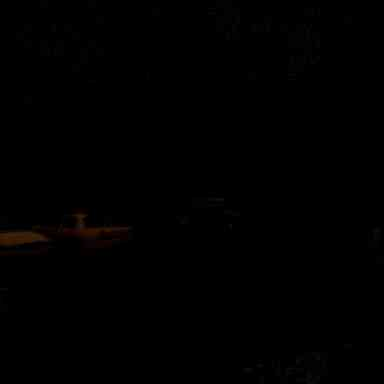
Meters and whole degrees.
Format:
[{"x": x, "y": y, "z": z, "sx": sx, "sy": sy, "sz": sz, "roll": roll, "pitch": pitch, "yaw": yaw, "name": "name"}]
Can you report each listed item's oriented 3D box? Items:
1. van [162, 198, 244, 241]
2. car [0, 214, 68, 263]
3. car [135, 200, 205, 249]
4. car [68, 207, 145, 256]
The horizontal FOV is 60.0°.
[{"x": 0.382, "y": 1.273, "z": 16.470, "sx": 4.442, "sy": 1.987, "sz": 1.878, "roll": -1, "pitch": -1, "yaw": 34, "name": "van"}, {"x": -6.727, "y": 1.491, "z": 11.181, "sx": 5.366, "sy": 1.575, "sz": 1.946, "roll": -1, "pitch": -1, "yaw": 35, "name": "car"}, {"x": -2.067, "y": 1.373, "z": 14.747, "sx": 4.553, "sy": 1.767, "sz": 2.185, "roll": -1, "pitch": -1, "yaw": 34, "name": "car"}, {"x": -4.636, "y": 1.497, "z": 13.120, "sx": 5.366, "sy": 1.575, "sz": 1.946, "roll": -1, "pitch": -1, "yaw": 34, "name": "car"}]
